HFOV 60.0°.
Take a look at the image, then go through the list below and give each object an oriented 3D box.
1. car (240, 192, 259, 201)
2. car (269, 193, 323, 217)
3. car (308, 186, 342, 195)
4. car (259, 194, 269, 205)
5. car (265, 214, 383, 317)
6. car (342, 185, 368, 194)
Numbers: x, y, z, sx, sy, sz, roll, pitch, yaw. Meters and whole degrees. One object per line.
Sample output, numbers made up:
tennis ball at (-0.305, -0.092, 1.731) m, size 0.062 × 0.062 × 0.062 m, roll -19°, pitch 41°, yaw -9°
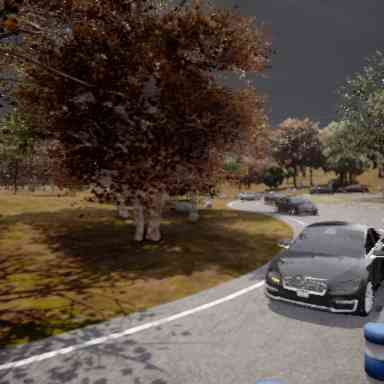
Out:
car at (8.370, 0.612, 47.715) m, size 1.895 × 1.301 × 4.718 m, roll -1°, pitch 2°, yaw 28°
car at (8.181, 1.037, 26.463) m, size 1.837 × 1.490 × 4.892 m, roll -2°, pitch 1°, yaw -10°
car at (21.679, -0.230, 55.292) m, size 5.008 × 1.535 × 1.882 m, roll -2°, pitch 1°, yaw -15°
car at (9.393, 0.786, 36.893) m, size 2.033 × 1.411 × 5.357 m, roll -2°, pitch 1°, yaw -3°
car at (3.347, 1.498, 7.727) m, size 1.837 × 1.490 × 4.892 m, roll 1°, pitch 1°, yaw 36°
car at (28.676, -0.515, 59.365) m, size 5.008 × 1.535 × 1.882 m, roll -1°, pitch 1°, yaw 5°
